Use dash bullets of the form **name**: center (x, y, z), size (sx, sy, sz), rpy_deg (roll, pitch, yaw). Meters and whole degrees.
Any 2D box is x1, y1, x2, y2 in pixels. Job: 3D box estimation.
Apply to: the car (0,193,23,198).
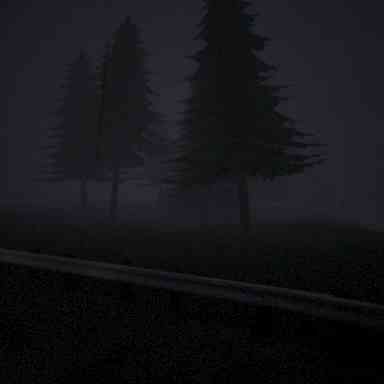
- **car**: center (-38.992, 1.202, 71.908), size (2.150, 2.045, 5.566), rpy_deg (0, 0, 5)
